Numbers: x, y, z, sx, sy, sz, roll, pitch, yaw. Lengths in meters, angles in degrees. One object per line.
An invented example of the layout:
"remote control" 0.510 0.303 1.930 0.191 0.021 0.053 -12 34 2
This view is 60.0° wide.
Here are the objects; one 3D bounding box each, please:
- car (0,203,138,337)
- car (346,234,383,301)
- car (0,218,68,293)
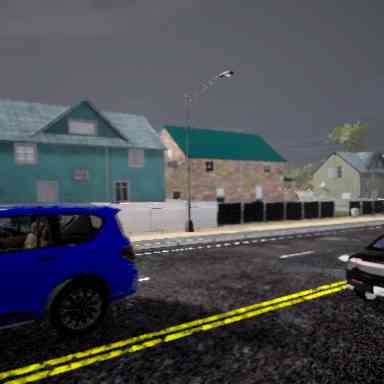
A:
"car" -3.572 1.222 5.128 5.566 2.045 2.150 0 0 -35
"car" 5.317 1.548 7.234 4.902 1.511 2.128 0 0 -35
"car" -5.642 1.504 7.642 4.892 1.490 1.837 0 0 -35
